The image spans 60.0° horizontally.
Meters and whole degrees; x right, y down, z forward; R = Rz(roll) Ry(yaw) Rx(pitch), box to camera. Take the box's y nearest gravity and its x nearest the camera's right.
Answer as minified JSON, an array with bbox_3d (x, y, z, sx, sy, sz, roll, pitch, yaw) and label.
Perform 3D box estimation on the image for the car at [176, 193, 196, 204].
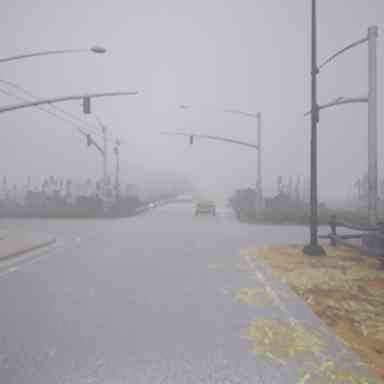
[{"bbox_3d":[-0.919,0.852,45.890,1.812,1.442,4.674,0,2,7],"label":"car"}]

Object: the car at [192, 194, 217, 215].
[{"bbox_3d":[1.398,1.347,32.442,1.882,1.535,5.008,0,2,5],"label":"car"}]
